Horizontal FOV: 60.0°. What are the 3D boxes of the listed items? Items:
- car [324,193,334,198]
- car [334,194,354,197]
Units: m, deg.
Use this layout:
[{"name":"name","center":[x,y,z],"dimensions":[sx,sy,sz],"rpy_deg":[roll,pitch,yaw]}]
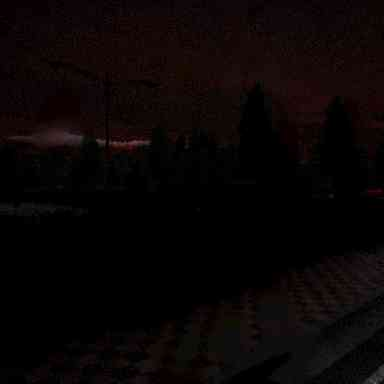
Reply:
[{"name":"car","center":[33.498,1.048,80.703],"dimensions":[1.812,1.442,4.674],"rpy_deg":[0,0,5]},{"name":"car","center":[32.619,1.154,70.381],"dimensions":[2.128,1.511,4.902],"rpy_deg":[0,0,5]}]
